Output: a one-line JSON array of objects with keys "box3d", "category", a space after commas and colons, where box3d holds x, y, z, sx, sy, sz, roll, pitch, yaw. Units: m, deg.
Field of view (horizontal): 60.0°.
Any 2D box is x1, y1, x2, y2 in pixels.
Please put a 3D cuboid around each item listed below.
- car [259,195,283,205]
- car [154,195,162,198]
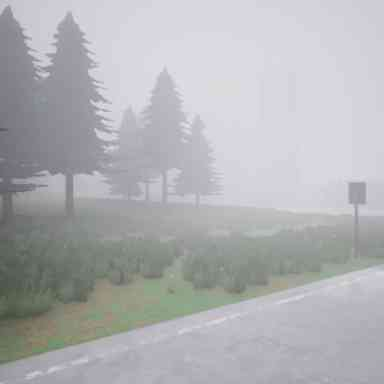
[{"box3d": [11.715, 1.283, 49.721, 3.988, 1.617, 1.851, 0, 0, -35], "category": "car"}, {"box3d": [-7.552, 1.349, 76.528, 4.181, 1.381, 1.994, 0, 0, -35], "category": "car"}]
